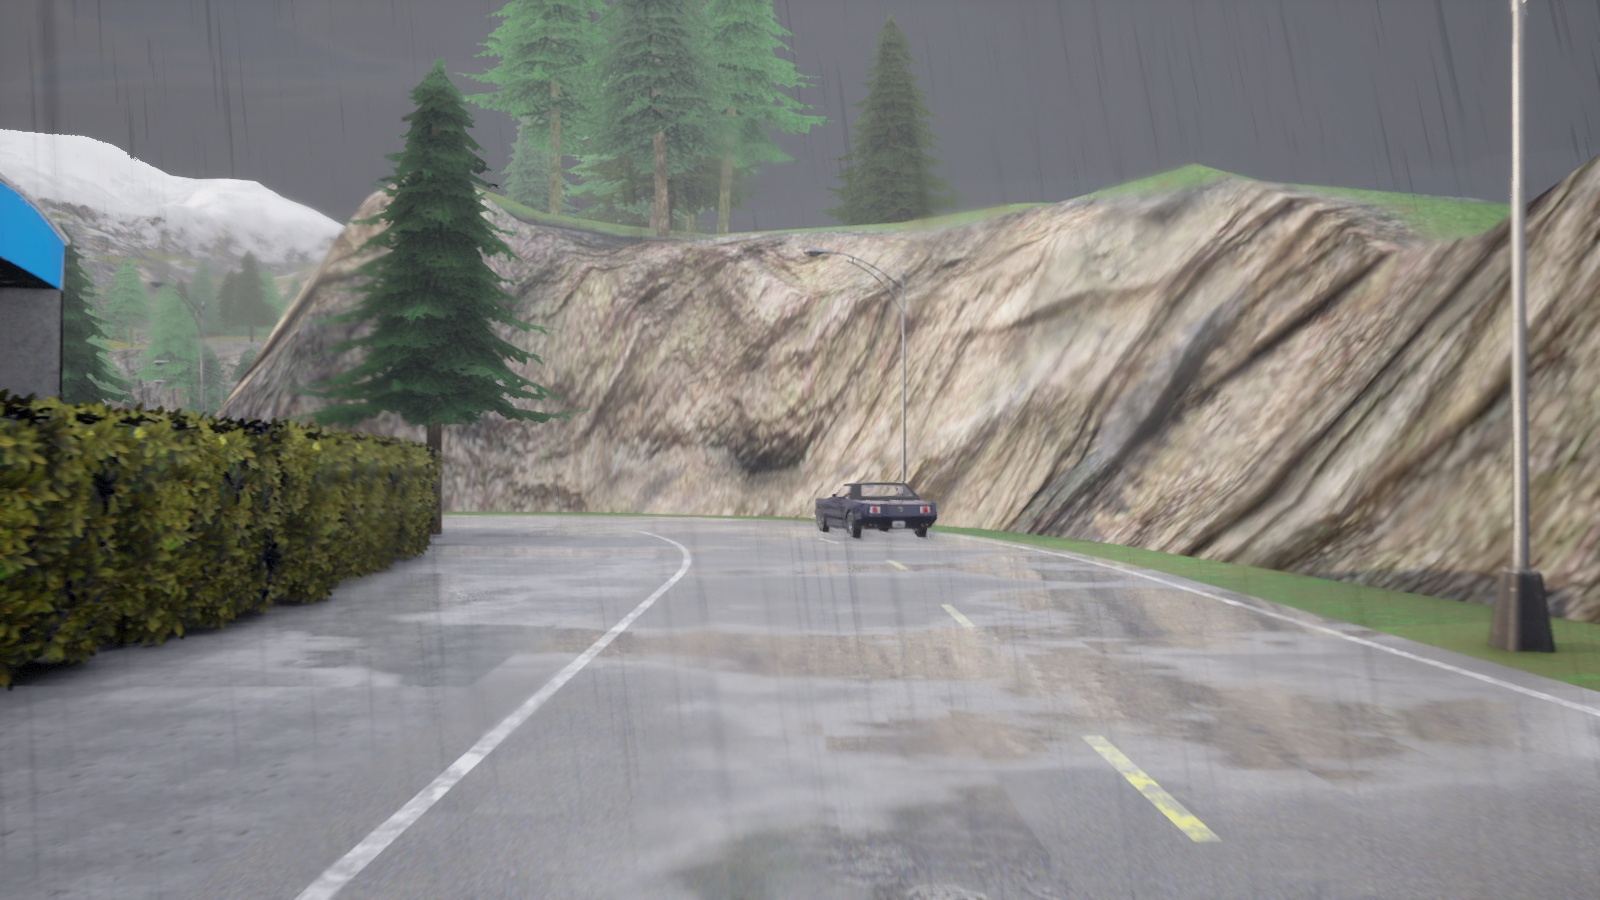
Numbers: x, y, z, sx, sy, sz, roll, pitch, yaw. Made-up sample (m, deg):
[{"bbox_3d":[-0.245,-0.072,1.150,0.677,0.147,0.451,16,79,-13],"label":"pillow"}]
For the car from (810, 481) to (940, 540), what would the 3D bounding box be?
[{"bbox_3d":[1.740,1.428,31.030,1.895,1.301,4.718,0,-1,-14],"label":"car"}]
